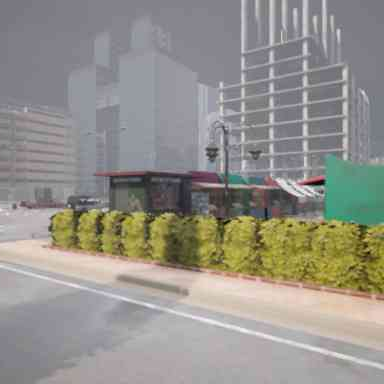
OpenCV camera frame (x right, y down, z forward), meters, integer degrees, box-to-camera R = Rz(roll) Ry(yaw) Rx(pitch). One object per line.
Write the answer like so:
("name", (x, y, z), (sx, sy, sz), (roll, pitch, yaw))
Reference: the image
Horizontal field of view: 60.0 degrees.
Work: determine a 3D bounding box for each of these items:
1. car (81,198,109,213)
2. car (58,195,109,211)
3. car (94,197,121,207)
("car", (-6.566, 1.450, 26.836), (1.970, 1.475, 3.806), (0, 0, 34))
("car", (-8.960, 1.218, 28.465), (1.905, 1.878, 3.866), (0, 0, 34))
("car", (-13.233, 1.504, 52.377), (1.970, 1.475, 3.806), (0, 0, 34))
